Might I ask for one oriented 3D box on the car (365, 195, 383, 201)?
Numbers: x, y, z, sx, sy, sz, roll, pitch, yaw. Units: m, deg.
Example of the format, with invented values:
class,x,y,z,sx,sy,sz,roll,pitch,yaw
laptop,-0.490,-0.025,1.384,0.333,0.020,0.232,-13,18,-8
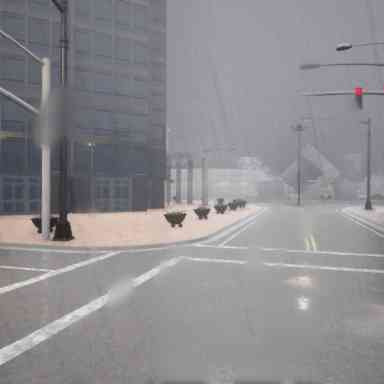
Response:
class,x,y,z,sx,sy,sz,roll,pitch,yaw
car,44.920,1.391,81.776,1.837,1.490,4.892,0,0,-27
